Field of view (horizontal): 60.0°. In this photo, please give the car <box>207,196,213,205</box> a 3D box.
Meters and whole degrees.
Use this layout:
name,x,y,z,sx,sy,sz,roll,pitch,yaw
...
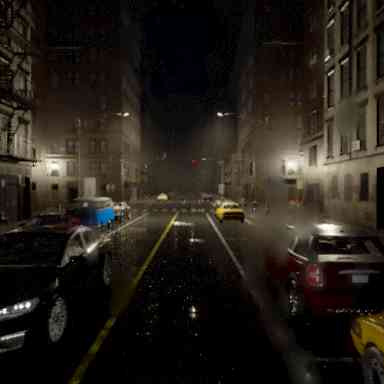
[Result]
name,x,y,z,sx,sy,sz,roll,pitch,yaw
car,2.630,1.321,28.810,2.008,1.369,4.403,0,0,0

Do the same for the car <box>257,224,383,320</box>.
name,x,y,z,sx,sy,sz,roll,pitch,yaw
car,2.657,1.382,7.185,1.967,1.590,4.097,0,0,0

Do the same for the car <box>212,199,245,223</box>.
name,x,y,z,sx,sy,sz,roll,pitch,yaw
car,2.637,1.337,23.573,1.752,1.417,4.829,0,0,0

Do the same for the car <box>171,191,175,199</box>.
name,x,y,z,sx,sy,sz,roll,pitch,yaw
car,-5.411,0.984,72.724,1.947,1.339,4.313,0,0,0

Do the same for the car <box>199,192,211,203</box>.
name,x,y,z,sx,sy,sz,roll,pitch,yaw
car,2.620,1.107,55.685,2.008,1.369,4.403,0,0,0

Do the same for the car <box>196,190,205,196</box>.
name,x,y,z,sx,sy,sz,roll,pitch,yaw
car,2.612,0.812,78.410,1.967,1.590,4.097,0,0,0

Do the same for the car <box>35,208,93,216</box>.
name,x,y,z,sx,sy,sz,roll,pitch,yaw
car,-5.397,1.480,12.588,1.802,1.307,4.206,0,0,0

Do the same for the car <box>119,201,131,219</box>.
name,x,y,z,sx,sy,sz,roll,pitch,yaw
car,-5.397,1.363,23.400,2.008,1.369,4.403,0,0,0

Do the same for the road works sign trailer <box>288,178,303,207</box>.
name,x,y,z,sx,sy,sz,roll,pitch,yaw
road works sign trailer,13.383,0.059,40.589,2.880,3.560,2.380,0,0,0

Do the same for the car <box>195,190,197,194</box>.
name,x,y,z,sx,sy,sz,roll,pitch,yaw
car,2.609,0.593,89.772,2.192,1.841,5.009,0,0,0

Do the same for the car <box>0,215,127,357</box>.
name,x,y,z,sx,sy,sz,roll,pitch,yaw
car,-2.852,1.440,6.326,2.128,1.511,4.902,0,0,0

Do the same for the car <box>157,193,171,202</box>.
name,x,y,z,sx,sy,sz,roll,pitch,yaw
car,-5.407,1.037,61.192,1.752,1.417,4.829,0,0,0

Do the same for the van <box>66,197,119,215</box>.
name,x,y,z,sx,sy,sz,roll,pitch,yaw
van,-5.397,1.196,17.992,1.690,1.788,3.998,0,0,0

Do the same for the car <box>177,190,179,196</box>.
name,x,y,z,sx,sy,sz,roll,pitch,yaw
car,-5.418,0.671,95.448,1.967,1.590,4.097,0,0,0

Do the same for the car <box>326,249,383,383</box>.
name,x,y,z,sx,sy,sz,roll,pitch,yaw
car,2.664,1.509,1.950,1.752,1.417,4.829,0,0,0

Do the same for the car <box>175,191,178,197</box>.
name,x,y,z,sx,sy,sz,roll,pitch,yaw
car,-5.415,0.875,84.087,2.008,1.369,4.403,0,0,0
